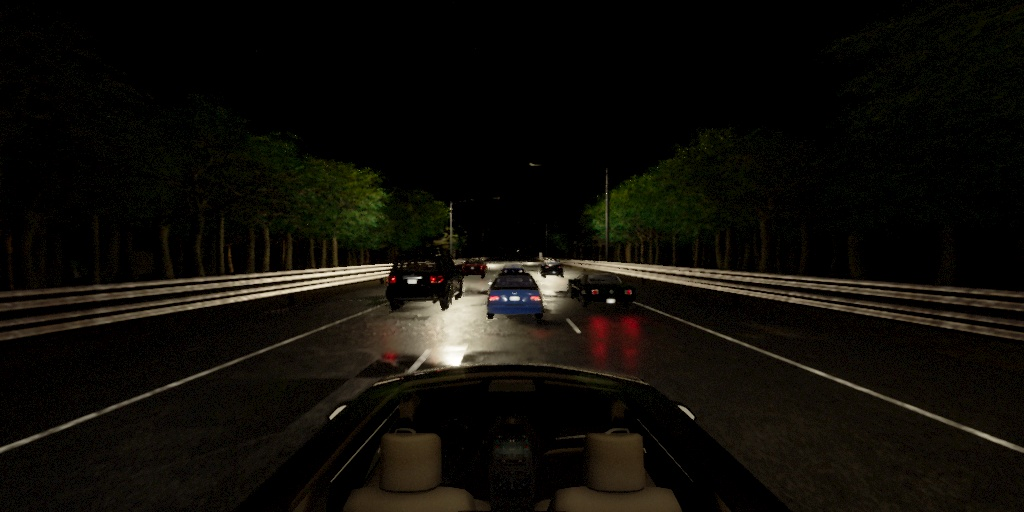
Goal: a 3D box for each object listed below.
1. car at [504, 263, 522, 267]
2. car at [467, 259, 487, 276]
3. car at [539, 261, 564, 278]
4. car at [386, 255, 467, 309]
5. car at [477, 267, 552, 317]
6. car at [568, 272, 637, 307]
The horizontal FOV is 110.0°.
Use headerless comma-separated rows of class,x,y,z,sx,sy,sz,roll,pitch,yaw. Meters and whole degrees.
car,0.106,1.314,31.834,1.895,1.301,4.718,0,0,0
car,-3.395,1.063,32.871,2.097,1.767,4.553,0,0,0
car,3.603,1.202,33.110,2.128,1.511,4.902,0,0,0
car,-3.397,0.964,14.909,2.150,2.045,5.566,0,0,0
car,0.087,1.292,13.018,2.033,1.411,5.357,0,0,0
car,3.602,1.343,15.246,1.895,1.301,4.718,0,0,0
